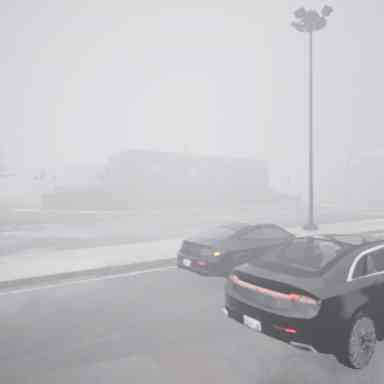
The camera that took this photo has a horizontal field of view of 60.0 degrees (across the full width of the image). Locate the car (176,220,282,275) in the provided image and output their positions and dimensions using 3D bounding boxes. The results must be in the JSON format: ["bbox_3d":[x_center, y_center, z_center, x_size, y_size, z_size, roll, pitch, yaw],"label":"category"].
[{"bbox_3d":[1.753,1.517,9.297,4.674,1.442,1.812,0,0,-36],"label":"car"}]

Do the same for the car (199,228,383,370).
[{"bbox_3d":[2.756,1.484,5.713,4.902,1.511,2.128,0,0,-35],"label":"car"}]
